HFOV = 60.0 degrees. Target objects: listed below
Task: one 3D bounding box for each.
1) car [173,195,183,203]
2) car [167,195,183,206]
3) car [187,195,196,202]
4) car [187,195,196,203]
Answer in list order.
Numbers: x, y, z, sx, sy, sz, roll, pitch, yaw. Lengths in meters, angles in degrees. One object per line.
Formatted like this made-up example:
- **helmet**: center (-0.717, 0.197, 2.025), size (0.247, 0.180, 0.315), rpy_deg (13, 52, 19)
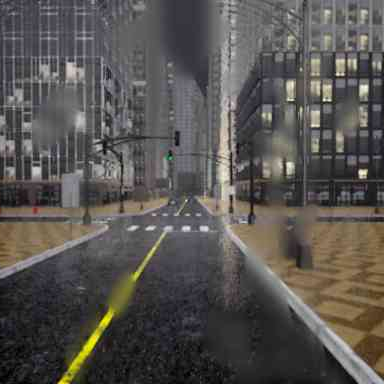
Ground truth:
- **car**: center (-3.058, 1.448, 72.709), size (2.097, 1.767, 4.553), rpy_deg (0, 0, 0)
- **car**: center (-3.096, 1.597, 56.517), size (2.128, 1.511, 4.902), rpy_deg (0, 0, 1)
- **car**: center (-0.065, 1.517, 81.406), size (2.097, 1.767, 4.553), rpy_deg (0, 0, 0)
- **car**: center (-0.057, 1.670, 71.417), size (1.812, 1.442, 4.674), rpy_deg (0, 0, 0)
